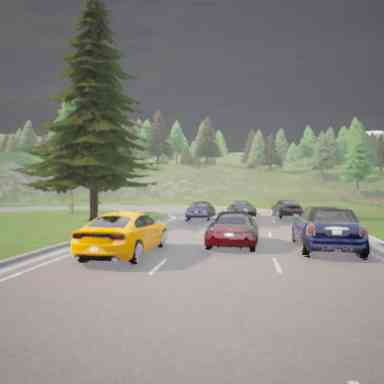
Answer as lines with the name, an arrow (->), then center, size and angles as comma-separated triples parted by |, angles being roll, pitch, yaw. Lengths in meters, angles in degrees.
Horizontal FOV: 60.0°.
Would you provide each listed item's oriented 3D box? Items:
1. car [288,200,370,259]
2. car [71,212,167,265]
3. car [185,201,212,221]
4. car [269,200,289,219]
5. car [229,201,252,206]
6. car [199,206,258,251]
car -> 5.079, 1.308, 12.755 | 2.097, 1.767, 4.553 | 0, 0, 11
car -> -2.282, 1.423, 11.669 | 1.882, 1.535, 5.008 | 0, 0, 10
car -> 0.681, 1.438, 25.912 | 2.033, 1.411, 5.357 | 0, 0, 9
car -> 7.782, 1.404, 27.692 | 1.837, 1.490, 4.892 | 1, 1, 2
car -> 4.249, 1.448, 29.245 | 1.994, 1.385, 4.181 | 0, 0, -3
car -> 1.762, 1.508, 13.961 | 1.994, 1.385, 4.181 | 0, 0, 12
